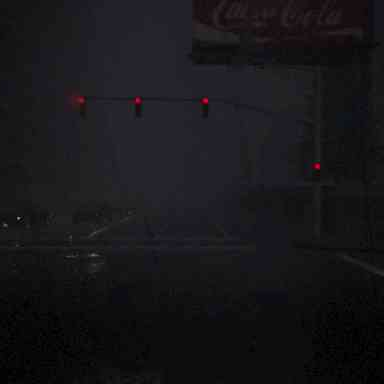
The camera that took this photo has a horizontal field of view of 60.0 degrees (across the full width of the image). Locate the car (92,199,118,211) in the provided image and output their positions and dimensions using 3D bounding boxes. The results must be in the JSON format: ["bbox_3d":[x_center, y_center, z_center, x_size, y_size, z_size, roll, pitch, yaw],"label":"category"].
[{"bbox_3d":[-10.583,1.560,40.660,1.895,1.301,4.718,0,0,0],"label":"car"}]

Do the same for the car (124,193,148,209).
[{"bbox_3d":[-7.072,1.308,43.669,2.097,1.767,4.553,0,0,0],"label":"car"}]

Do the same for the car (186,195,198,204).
[{"bbox_3d":[-0.013,1.428,62.434,2.128,1.511,4.902,0,0,0],"label":"car"}]

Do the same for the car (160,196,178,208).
[{"bbox_3d":[-3.410,1.430,46.474,1.882,1.535,5.008,0,0,0],"label":"car"}]

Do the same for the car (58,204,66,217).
[{"bbox_3d":[-10.593,1.447,30.582,1.882,1.535,5.008,0,0,0],"label":"car"}]

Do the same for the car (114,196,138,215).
[{"bbox_3d":[-7.089,1.444,33.633,1.882,1.535,5.008,0,0,0],"label":"car"}]

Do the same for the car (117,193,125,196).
[{"bbox_3d":[-10.536,1.166,51.123,2.150,2.045,5.566,0,1,0],"label":"car"}]

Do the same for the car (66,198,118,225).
[{"bbox_3d":[-7.089,1.453,24.201,1.882,1.535,5.008,0,0,0],"label":"car"}]

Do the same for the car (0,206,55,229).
[{"bbox_3d":[-10.611,1.579,21.192,1.895,1.301,4.718,0,0,1],"label":"car"}]

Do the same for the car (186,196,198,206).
[{"bbox_3d":[-0.011,1.547,53.398,1.895,1.301,4.718,0,0,0],"label":"car"}]
